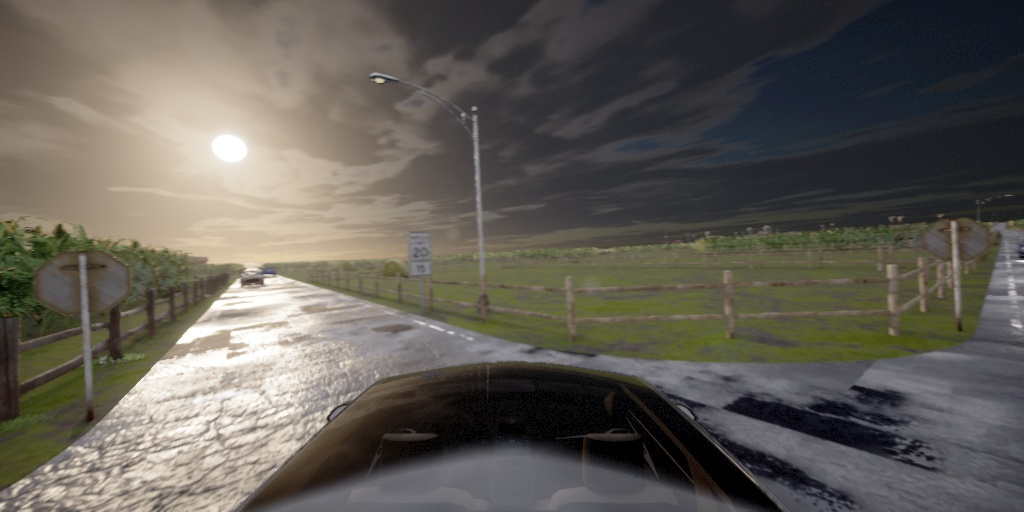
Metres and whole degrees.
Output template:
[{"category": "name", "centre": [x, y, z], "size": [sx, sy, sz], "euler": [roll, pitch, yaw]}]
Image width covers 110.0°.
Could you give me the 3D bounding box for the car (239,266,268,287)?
[{"category": "car", "centre": [-27.923, 2.331, 38.572], "size": [2.097, 1.767, 4.553], "euler": [-3, 0, -36]}]

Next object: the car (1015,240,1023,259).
[{"category": "car", "centre": [38.220, -0.627, 25.973], "size": [4.674, 1.442, 1.812], "euler": [-3, 0, -36]}]
